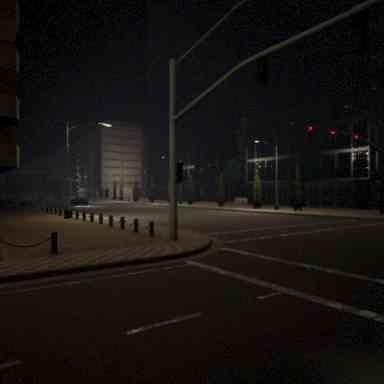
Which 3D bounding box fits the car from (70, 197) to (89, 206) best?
[{"bbox_3d":[-18.198,1.549,53.744,1.994,1.385,4.181,0,0,-35],"label":"car"}]
